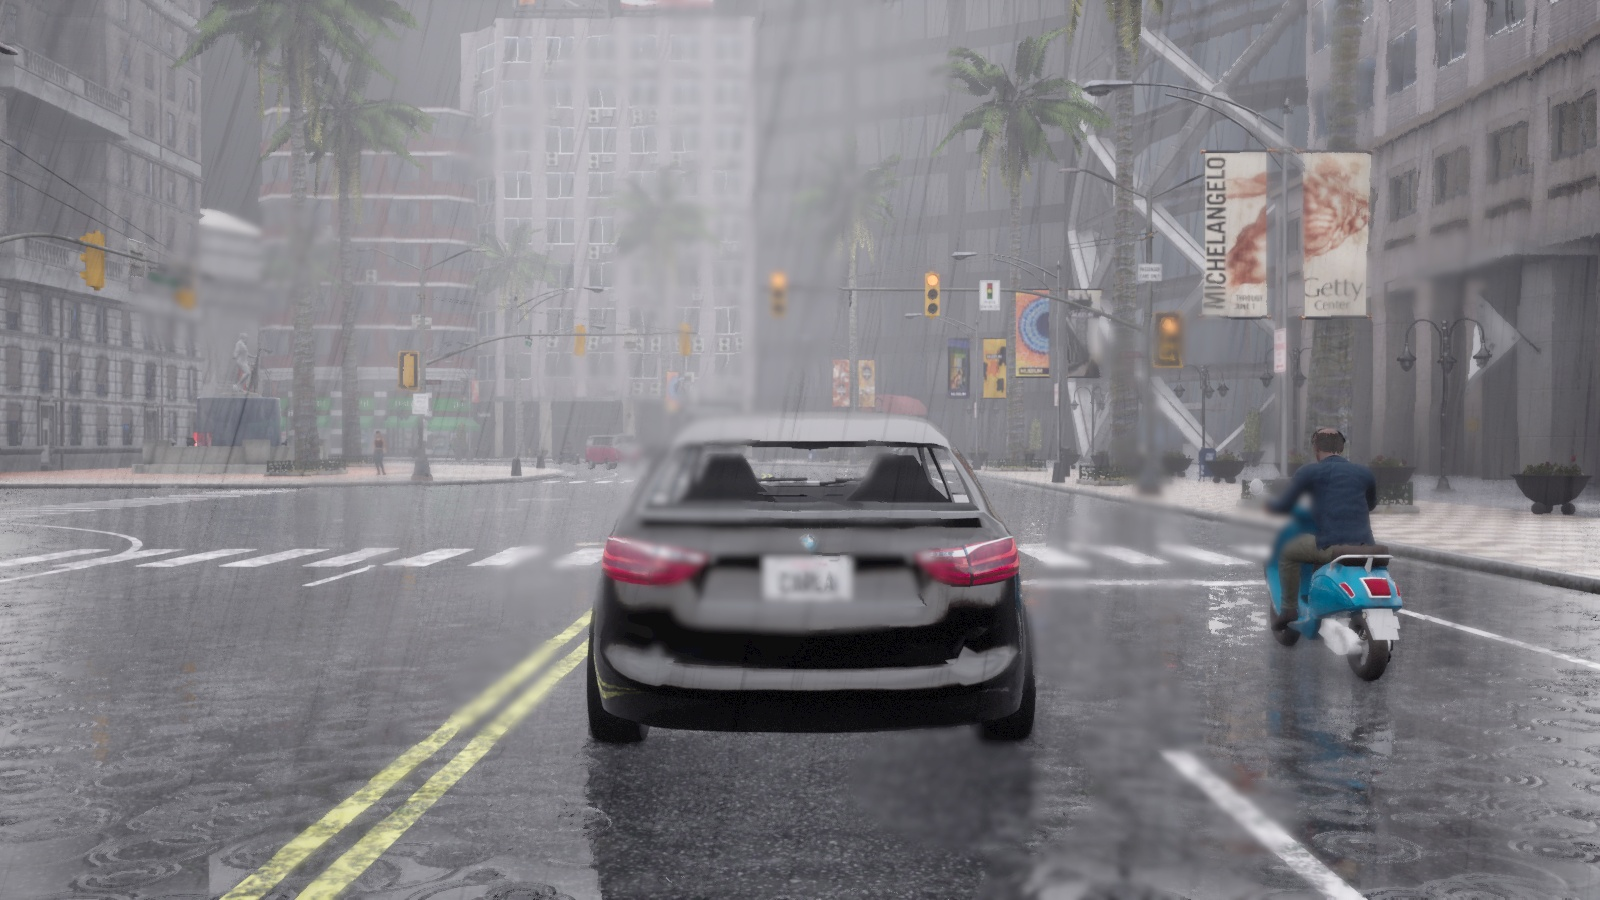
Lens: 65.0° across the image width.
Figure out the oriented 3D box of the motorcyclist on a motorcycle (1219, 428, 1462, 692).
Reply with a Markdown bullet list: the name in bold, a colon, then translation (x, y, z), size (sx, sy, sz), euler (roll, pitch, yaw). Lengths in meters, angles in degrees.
- **motorcyclist on a motorcycle**: translation (3.552, 0.655, 8.461), size (0.866, 1.590, 1.817), euler (0, 0, 1)

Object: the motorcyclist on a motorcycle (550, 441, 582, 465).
- **motorcyclist on a motorcycle**: translation (-16.145, 0.196, 86.519), size (2.350, 1.649, 0.766), euler (0, 1, 36)

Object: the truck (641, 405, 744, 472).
- **truck**: translation (-6.062, -0.632, 69.377), size (2.891, 3.462, 7.936), euler (0, 0, -27)

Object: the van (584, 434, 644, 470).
- **van**: translation (-10.436, 0.095, 70.189), size (1.775, 1.987, 4.442), euler (0, 0, -31)

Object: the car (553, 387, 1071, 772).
- **car**: translation (0.062, 0.547, 7.745), size (2.242, 1.667, 4.611), euler (0, 0, 0)

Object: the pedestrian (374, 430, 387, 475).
- **pedestrian**: translation (-16.951, 0.103, 50.750), size (0.345, 1.836, 0.594), euler (0, 0, -1)
